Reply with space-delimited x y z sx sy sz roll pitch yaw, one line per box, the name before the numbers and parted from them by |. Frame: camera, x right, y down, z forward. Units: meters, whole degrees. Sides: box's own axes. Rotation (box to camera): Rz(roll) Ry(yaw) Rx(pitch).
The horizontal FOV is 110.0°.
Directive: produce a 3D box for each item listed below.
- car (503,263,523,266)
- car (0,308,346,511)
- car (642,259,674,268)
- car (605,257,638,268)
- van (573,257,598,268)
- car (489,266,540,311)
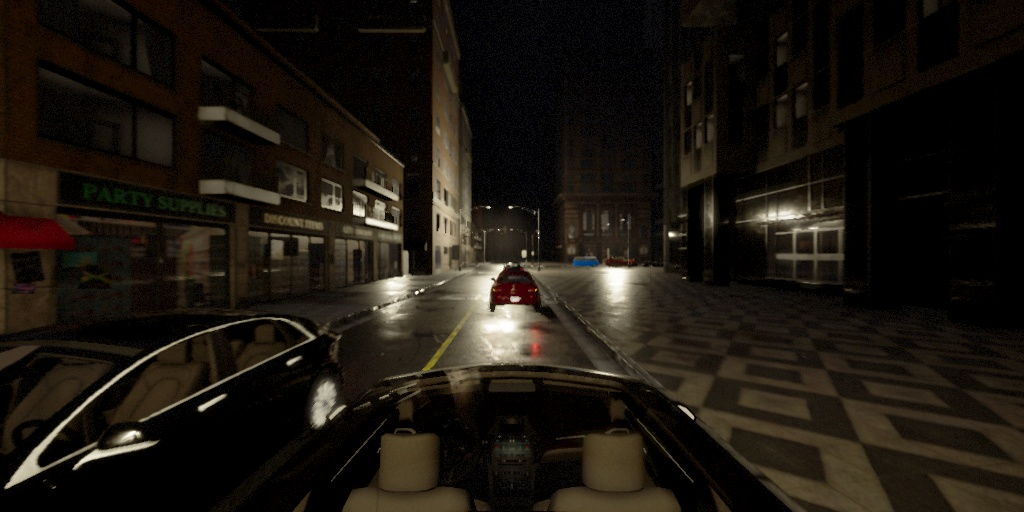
car | 0.116 1.295 32.663 1.994 1.385 4.181 0 0 0
car | -3.000 1.255 2.613 1.837 1.490 4.892 0 0 0
car | 23.037 1.267 57.359 4.313 1.339 1.948 0 0 -1
car | 17.397 1.019 57.276 5.009 1.841 2.192 0 0 -1
van | 11.756 1.046 57.193 3.998 1.789 1.690 0 0 -1
car | 0.105 1.282 14.321 1.812 1.442 4.674 0 0 0
